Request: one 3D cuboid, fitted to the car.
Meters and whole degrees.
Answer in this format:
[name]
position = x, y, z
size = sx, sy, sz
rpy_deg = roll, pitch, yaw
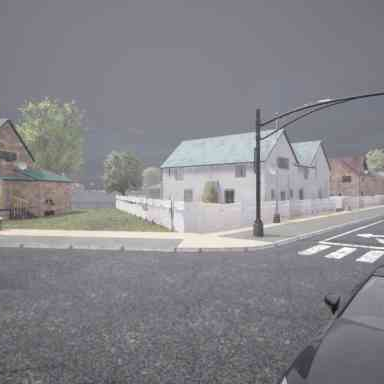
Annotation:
[car]
position = 2.573, 1.525, 3.480
size = 1.812, 1.442, 4.674
rpy_deg = 0, 0, 42
